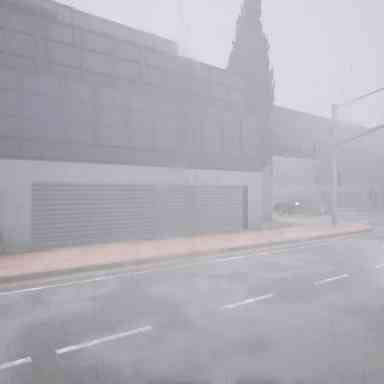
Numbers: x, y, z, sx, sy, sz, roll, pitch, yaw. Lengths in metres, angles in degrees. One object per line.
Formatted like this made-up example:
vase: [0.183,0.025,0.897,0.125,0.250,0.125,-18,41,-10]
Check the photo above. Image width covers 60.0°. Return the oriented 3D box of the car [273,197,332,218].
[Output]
car: [9.703,1.491,30.360,2.128,1.511,4.902,0,0,-37]

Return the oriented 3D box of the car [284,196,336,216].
car: [11.793,1.352,33.417,2.097,1.767,4.553,0,0,-37]
